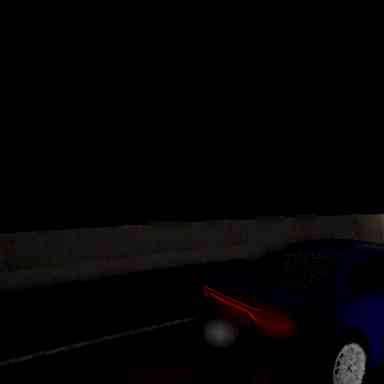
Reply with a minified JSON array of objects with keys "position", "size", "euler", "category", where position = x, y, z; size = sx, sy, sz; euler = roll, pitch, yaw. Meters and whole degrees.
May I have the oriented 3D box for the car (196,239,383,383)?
[{"position":[2.466,1.476,5.071],"size":[5.008,1.535,1.882],"euler":[0,0,-30],"category":"car"}]
